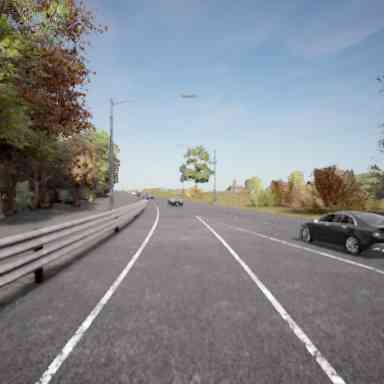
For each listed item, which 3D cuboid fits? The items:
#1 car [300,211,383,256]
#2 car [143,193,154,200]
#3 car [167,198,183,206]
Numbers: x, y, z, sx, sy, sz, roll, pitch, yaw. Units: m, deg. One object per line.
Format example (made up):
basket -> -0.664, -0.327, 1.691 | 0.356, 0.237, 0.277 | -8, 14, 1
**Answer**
car -> 6.251, 1.533, 13.404 | 1.837, 1.490, 4.892 | 2, 0, -13
car -> -11.360, 1.294, 89.747 | 2.033, 1.411, 5.357 | 0, 0, -13
car -> -2.741, 1.530, 52.345 | 1.895, 1.301, 4.718 | 0, 0, -13
